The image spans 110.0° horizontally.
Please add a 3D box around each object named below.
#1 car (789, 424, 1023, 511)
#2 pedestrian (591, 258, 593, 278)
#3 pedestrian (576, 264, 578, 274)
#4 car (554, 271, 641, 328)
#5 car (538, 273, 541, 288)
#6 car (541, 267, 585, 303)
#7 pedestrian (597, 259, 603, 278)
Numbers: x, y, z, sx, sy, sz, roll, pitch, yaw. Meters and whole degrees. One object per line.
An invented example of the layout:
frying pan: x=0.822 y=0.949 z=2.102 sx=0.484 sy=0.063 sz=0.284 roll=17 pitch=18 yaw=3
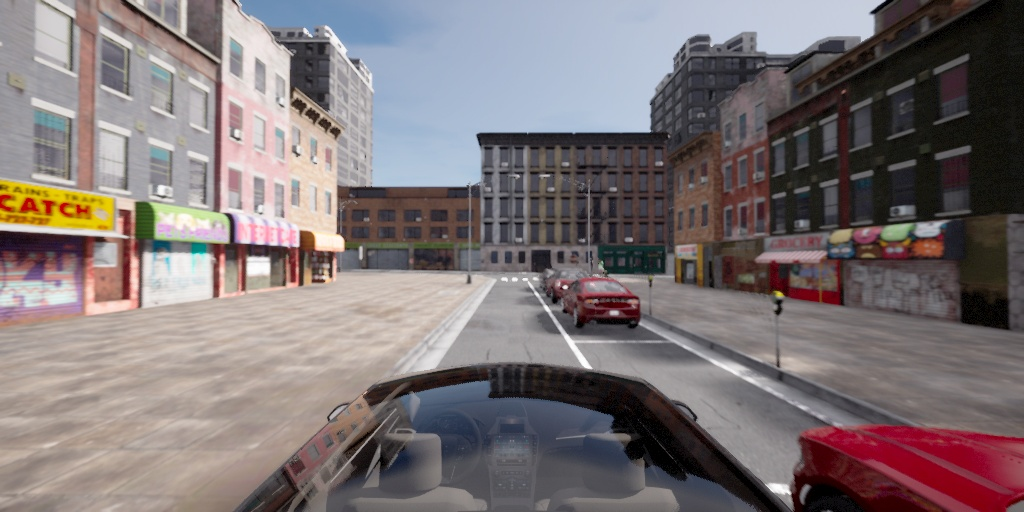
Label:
car: x=2.639 y=1.289 z=0.473 sx=1.888 sy=1.381 sz=4.507 roll=0 pitch=0 yaw=0
pedestrian: x=7.003 y=1.102 z=31.816 sx=0.375 sy=1.860 sz=0.375 roll=0 pitch=-1 yaw=0
pedestrian: x=6.002 y=1.349 z=33.013 sx=0.375 sy=1.300 sz=0.375 roll=0 pitch=-1 yaw=0
car: x=2.636 y=1.350 z=11.480 sx=1.888 sy=1.381 sz=4.507 roll=0 pitch=0 yaw=0
car: x=2.633 y=1.420 z=22.487 sx=2.007 sy=1.370 sz=4.403 roll=0 pitch=0 yaw=0
car: x=2.634 y=1.277 z=16.983 sx=1.967 sy=1.591 sz=4.097 roll=0 pitch=0 yaw=0
pedestrian: x=8.002 y=1.181 z=32.416 sx=0.375 sy=1.860 sz=0.375 roll=0 pitch=-1 yaw=0
